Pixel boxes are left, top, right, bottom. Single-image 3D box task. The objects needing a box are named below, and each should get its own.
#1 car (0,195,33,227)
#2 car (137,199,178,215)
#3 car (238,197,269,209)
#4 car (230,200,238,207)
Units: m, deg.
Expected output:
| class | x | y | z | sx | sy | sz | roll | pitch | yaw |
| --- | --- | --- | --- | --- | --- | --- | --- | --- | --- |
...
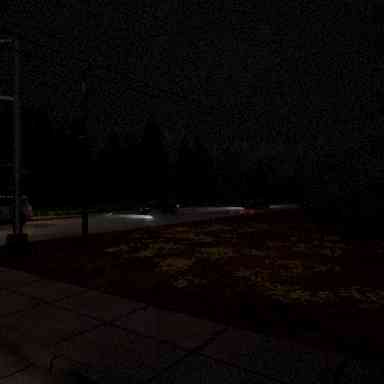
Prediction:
| class | x | y | z | sx | sy | sz | roll | pitch | yaw |
| --- | --- | --- | --- | --- | --- | --- | --- | --- | --- |
| car | -12.794 | 1.256 | 20.507 | 2.150 | 2.045 | 5.566 | 0 | 0 | 37 |
| car | -3.343 | 1.459 | 33.260 | 1.837 | 1.490 | 4.892 | 0 | 0 | 37 |
| car | 8.344 | 1.360 | 42.830 | 2.128 | 1.511 | 4.902 | 0 | 0 | 37 |
| car | 7.357 | 1.462 | 47.610 | 1.895 | 1.301 | 4.718 | 0 | 0 | 37 |
